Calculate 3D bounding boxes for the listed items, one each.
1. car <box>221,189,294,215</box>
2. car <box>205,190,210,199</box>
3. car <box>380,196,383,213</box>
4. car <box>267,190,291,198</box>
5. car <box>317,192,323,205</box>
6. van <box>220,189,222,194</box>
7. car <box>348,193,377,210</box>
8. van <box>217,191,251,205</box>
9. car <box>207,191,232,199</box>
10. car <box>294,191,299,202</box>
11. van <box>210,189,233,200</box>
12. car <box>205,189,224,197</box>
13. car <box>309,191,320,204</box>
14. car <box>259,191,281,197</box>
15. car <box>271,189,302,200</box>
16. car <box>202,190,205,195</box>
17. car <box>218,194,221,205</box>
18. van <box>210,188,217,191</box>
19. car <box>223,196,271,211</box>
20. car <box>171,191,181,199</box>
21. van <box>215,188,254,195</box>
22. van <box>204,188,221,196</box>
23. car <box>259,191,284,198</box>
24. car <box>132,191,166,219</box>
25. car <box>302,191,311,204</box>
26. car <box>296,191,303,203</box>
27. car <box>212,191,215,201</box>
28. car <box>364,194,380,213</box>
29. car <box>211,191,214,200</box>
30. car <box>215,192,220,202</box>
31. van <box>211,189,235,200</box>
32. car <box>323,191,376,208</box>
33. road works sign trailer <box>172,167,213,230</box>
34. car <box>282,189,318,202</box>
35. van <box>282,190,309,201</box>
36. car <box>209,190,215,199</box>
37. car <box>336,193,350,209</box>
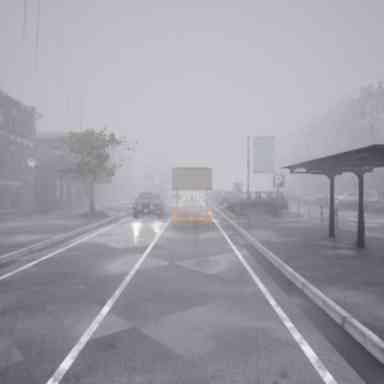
[{"bbox_3d":[5.709,0.968,29.538,5.566,2.045,2.435,0,1,0],"label":"car"},{"bbox_3d":[5.669,0.551,60.378,5.566,2.045,2.435,0,1,0],"label":"car"},{"bbox_3d":[18.848,1.270,27.653,4.792,1.488,2.163,0,1,0],"label":"car"},{"bbox_3d":[18.792,0.455,72.064,4.553,1.767,2.185,0,1,0],"label":"car"},{"bbox_3d":[18.795,1.088,41.528,4.892,1.521,2.231,0,1,0],"label":"car"},{"bbox_3d":[5.843,0.900,37.948,4.442,1.987,1.878,0,1,0],"label":"van"},{"bbox_3d":[18.817,1.179,33.203,5.008,1.535,2.097,0,1,0],"label":"car"},{"bbox_3d":[5.832,0.801,46.359,4.442,1.987,1.878,0,1,0],"label":"van"},{"bbox_3d":[5.679,0.644,68.792,4.892,1.521,2.231,0,1,0],"label":"car"},{"bbox_3d":[18.815,0.967,52.638,4.792,1.488,2.163,0,1,0],"label":"car"},{"bbox_3d":[5.806,0.470,65.985,4.442,1.987,1.878,0,1,0],"label":"van"},{"bbox_3d":[5.636,0.251,82.803,4.553,1.767,2.185,0,1,0],"label":"car"},{"bbox_3d":[18.792,1.053,44.306,5.008,1.535,2.097,0,1,0],"label":"car"},{"bbox_3d":[18.756,0.424,80.392,4.892,1.521,2.231,0,1,0],"label":"car"},{"bbox_3d":[18.797,0.435,66.510,5.566,2.045,2.435,0,1,0],"label":"car"},{"bbox_3d":[5.646,0.232,77.195,5.566,2.045,2.435,0,1,0],"label":"car"},{"bbox_3d":[5.548,1.185,32.344,5.366,1.575,1.946,0,1,0],"label":"car"},{"bbox_3d":[5.817,0.629,57.578,4.442,1.987,1.878,0,1,0],"label":"van"},{"bbox_3d":[5.732,1.197,35.147,4.674,1.452,2.002,0,1,0],"label":"car"},{"bbox_3d":[-3.250,0.644,67.390,1.882,1.535,5.008,0,1,0],"label":"car"},{"bbox_3d":[5.602,0.837,43.557,4.442,1.987,1.878,0,1,0],"label":"van"},{"bbox_3d":[5.540,-0.008,91.210,4.442,1.987,1.878,0,1,0],"label":"van"},{"bbox_3d":[18.569,0.473,77.615,5.366,1.575,1.946,0,1,0],"label":"car"},{"bbox_3d":[-3.348,0.986,26.806,2.150,2.045,5.566,0,1,0],"label":"car"},{"bbox_3d":[18.978,1.015,47.083,5.366,1.575,1.946,0,1,0],"label":"car"},{"bbox_3d":[18.761,1.012,49.855,4.792,1.488,2.163,0,1,0],"label":"car"},{"bbox_3d":[5.741,1.020,49.165,4.792,1.488,2.163,0,1,0],"label":"car"},{"bbox_3d":[18.822,1.211,30.427,4.892,1.521,2.231,0,1,0],"label":"car"},{"bbox_3d":[5.705,0.988,51.973,4.674,1.452,2.002,0,1,0],"label":"car"},{"bbox_3d":[5.717,1.095,40.753,5.008,1.535,2.097,0,1,0],"label":"car"},{"bbox_3d":[5.810,0.523,63.182,4.442,1.987,1.878,0,1,0],"label":"van"},{"bbox_3d":[18.776,0.866,38.751,5.566,2.045,2.435,0,1,0],"label":"car"},{"bbox_3d":[-0.003,0.307,19.801,2.380,3.560,2.880,0,1,-1],"label":"road works sign trailer"},{"bbox_3d":[18.808,0.593,58.184,5.566,2.045,2.435,0,1,0],"label":"car"},{"bbox_3d":[18.892,0.566,60.961,4.442,1.987,1.878,0,1,0],"label":"van"},{"bbox_3d":[5.710,0.903,54.775,4.892,1.521,2.231,0,1,0],"label":"car"},{"bbox_3d":[18.813,1.148,35.979,5.008,1.535,2.097,0,1,0],"label":"car"}]
